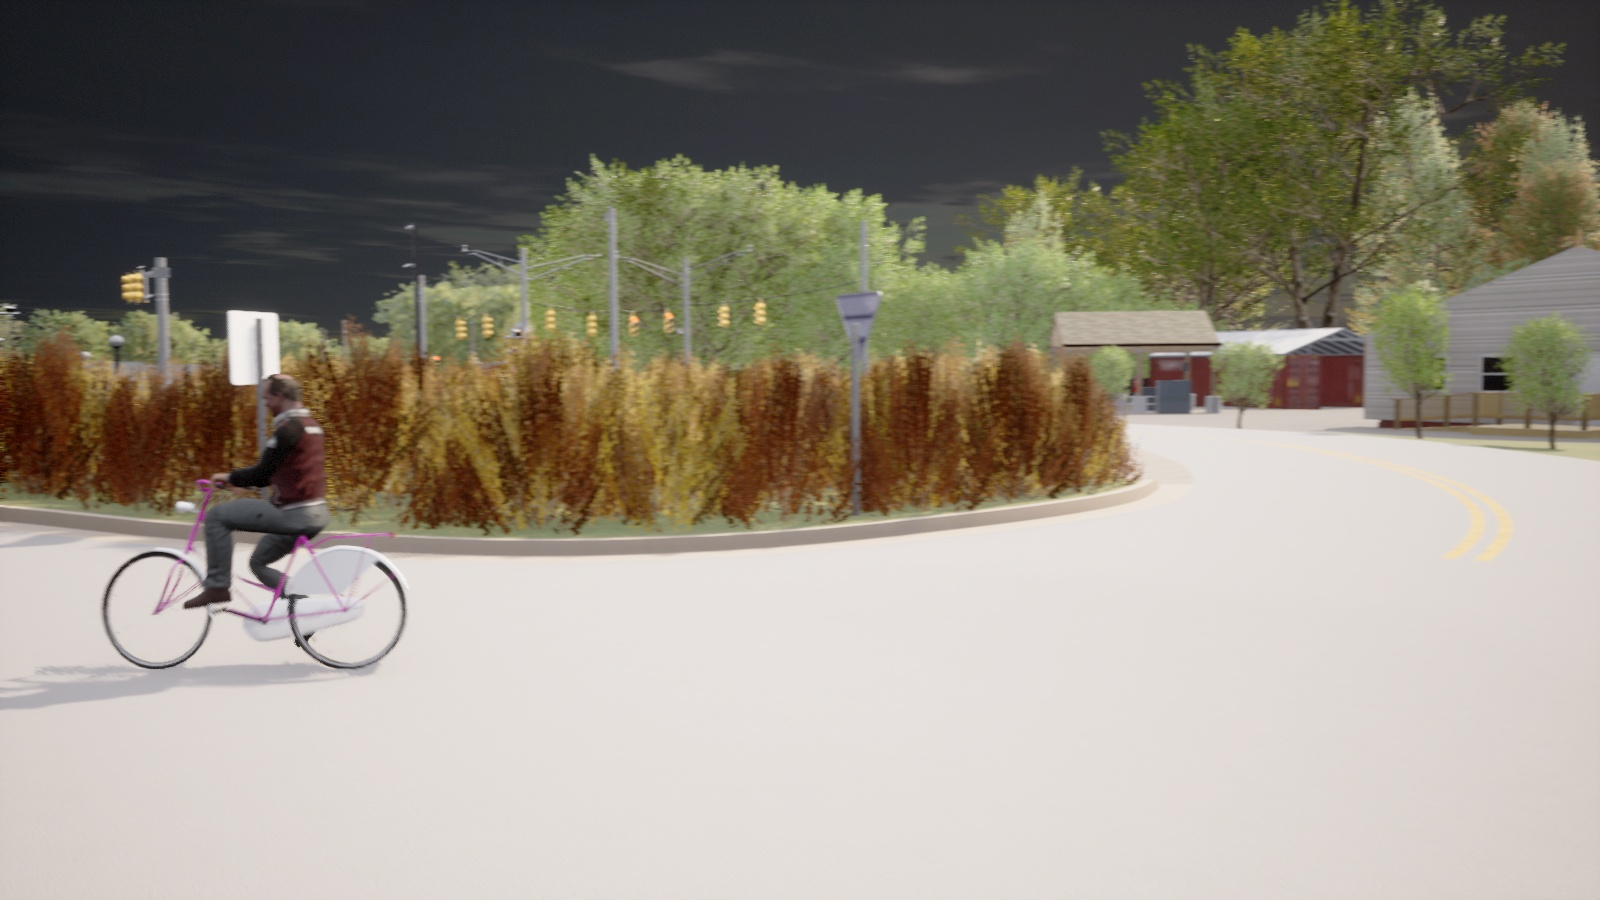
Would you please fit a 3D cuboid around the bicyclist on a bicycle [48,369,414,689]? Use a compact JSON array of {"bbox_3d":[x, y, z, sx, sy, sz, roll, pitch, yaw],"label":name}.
[{"bbox_3d":[-3.290,0.438,7.360,1.843,1.776,0.659,1,1,1],"label":"bicyclist on a bicycle"}]
